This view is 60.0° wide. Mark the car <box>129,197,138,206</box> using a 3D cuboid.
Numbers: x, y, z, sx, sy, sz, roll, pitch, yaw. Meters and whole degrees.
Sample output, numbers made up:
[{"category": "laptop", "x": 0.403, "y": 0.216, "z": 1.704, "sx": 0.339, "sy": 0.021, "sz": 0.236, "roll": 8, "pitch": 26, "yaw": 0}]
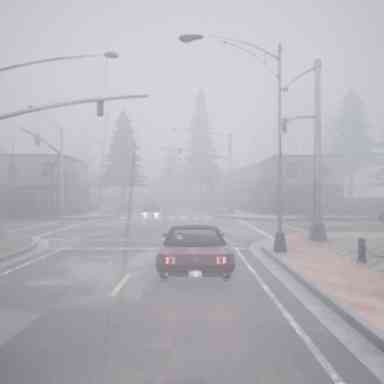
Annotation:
[{"category": "car", "x": -9.584, "y": 1.622, "z": 58.025, "sx": 1.882, "sy": 1.535, "sz": 5.008, "roll": 0, "pitch": 0, "yaw": -23}]

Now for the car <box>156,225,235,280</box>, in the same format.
[{"category": "car", "x": 0.051, "y": 1.632, "z": 10.000, "sx": 1.895, "sy": 1.301, "sz": 4.718, "roll": 0, "pitch": 0, "yaw": -1}]

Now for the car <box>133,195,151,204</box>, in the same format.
[{"category": "car", "x": -10.021, "y": 1.524, "z": 66.795, "sx": 2.097, "sy": 1.767, "sz": 4.553, "roll": 0, "pitch": 0, "yaw": -30}]

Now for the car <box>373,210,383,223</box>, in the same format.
[{"category": "car", "x": 15.767, "y": 1.550, "z": 23.986, "sx": 4.902, "sy": 1.511, "sz": 2.128, "roll": 0, "pitch": 0, "yaw": 2}]

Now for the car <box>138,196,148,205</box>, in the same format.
[{"category": "car", "x": -6.332, "y": 1.620, "z": 48.289, "sx": 1.837, "sy": 1.490, "sz": 4.892, "roll": 0, "pitch": 0, "yaw": -15}]

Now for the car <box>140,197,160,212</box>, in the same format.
[{"category": "car", "x": -4.829, "y": 1.652, "z": 39.540, "sx": 1.994, "sy": 1.385, "sz": 4.181, "roll": 0, "pitch": 0, "yaw": -6}]
